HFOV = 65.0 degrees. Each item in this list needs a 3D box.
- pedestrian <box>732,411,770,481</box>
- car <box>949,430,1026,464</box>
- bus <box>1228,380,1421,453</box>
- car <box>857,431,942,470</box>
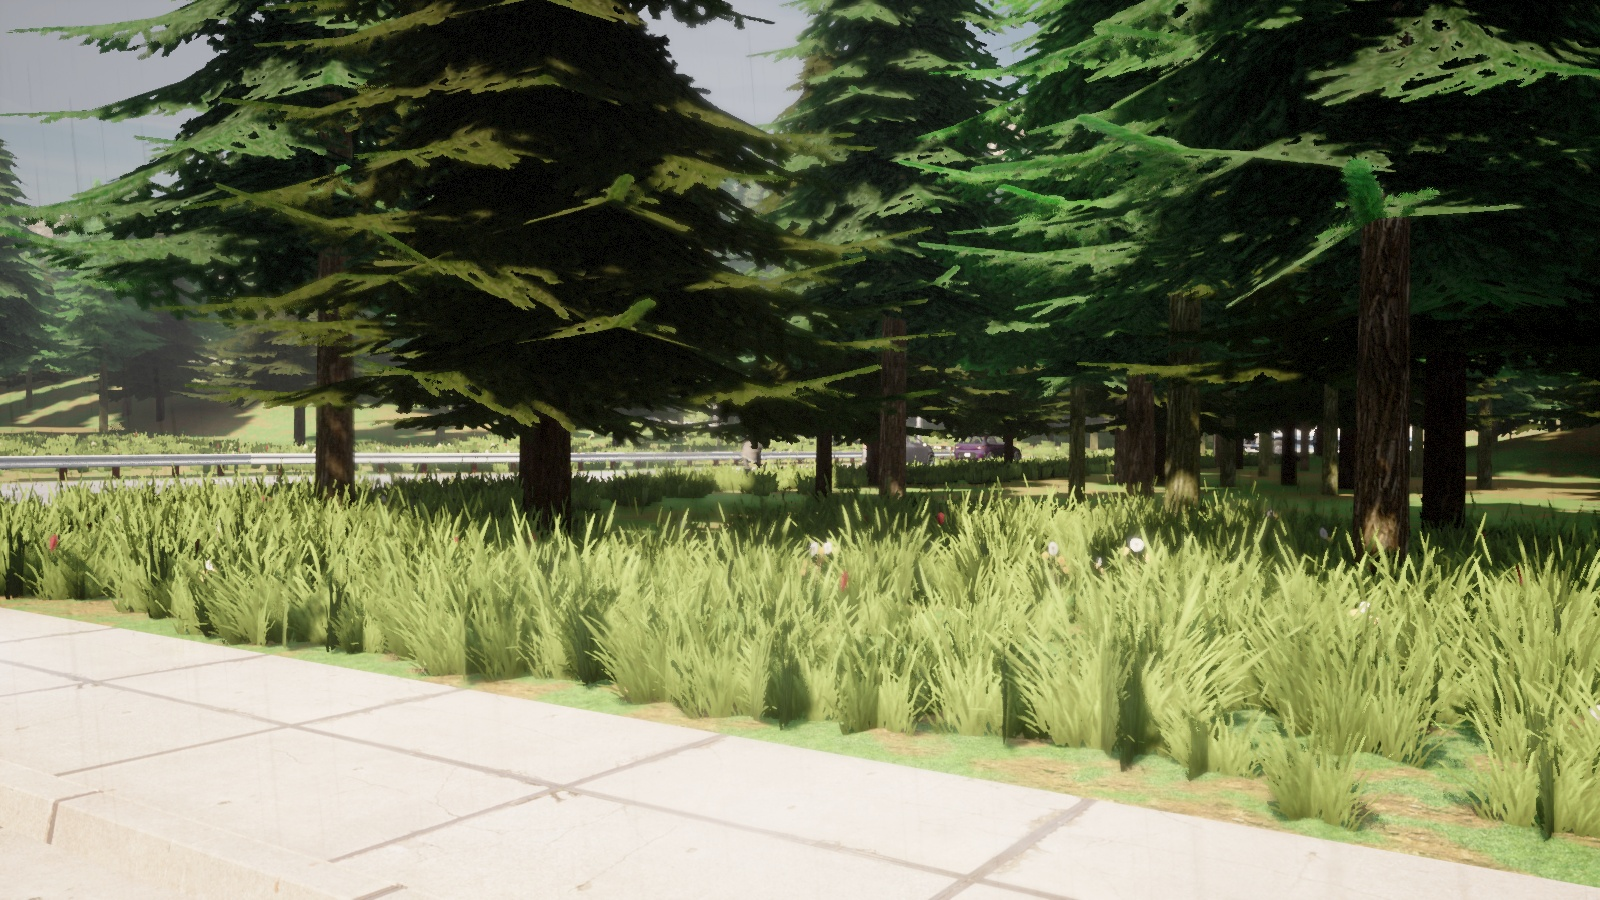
[{"bbox_3d":[-1.374,-0.106,35.533,0.659,1.952,0.873,0,1,35],"label":"pedestrian"},{"bbox_3d":[8.648,-0.148,57.729,1.816,1.474,4.193,0,1,35],"label":"car"},{"bbox_3d":[32.219,-2.022,77.513,10.273,4.253,3.944,0,1,4],"label":"bus"},{"bbox_3d":[4.080,-0.017,51.140,1.845,1.501,3.633,0,1,35],"label":"car"}]
